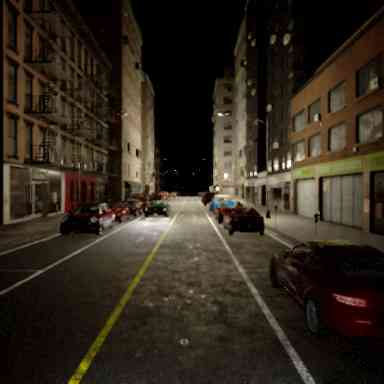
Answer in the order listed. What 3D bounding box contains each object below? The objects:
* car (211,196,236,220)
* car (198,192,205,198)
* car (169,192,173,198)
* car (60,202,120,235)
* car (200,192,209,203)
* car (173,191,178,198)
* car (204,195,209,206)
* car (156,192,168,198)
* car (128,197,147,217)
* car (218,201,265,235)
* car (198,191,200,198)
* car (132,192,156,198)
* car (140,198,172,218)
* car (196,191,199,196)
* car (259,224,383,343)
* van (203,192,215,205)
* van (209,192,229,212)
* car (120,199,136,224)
[{"bbox_3d":[2.634,1.273,23.262,1.967,1.590,4.097,0,0,0],"label":"car"},{"bbox_3d":[2.618,0.842,95.503,1.887,1.381,4.507,0,0,0],"label":"car"},{"bbox_3d":[-5.413,0.854,63.012,2.192,1.841,5.009,0,0,0],"label":"car"},{"bbox_3d":[-5.396,1.313,17.587,1.967,1.590,4.097,0,0,0],"label":"car"},{"bbox_3d":[2.629,0.982,45.976,2.192,1.841,5.009,0,0,0],"label":"car"},{"bbox_3d":[-5.434,0.864,89.850,1.752,1.417,4.829,0,0,0],"label":"car"},{"bbox_3d":[2.631,1.301,34.621,2.008,1.369,4.403,0,0,0],"label":"car"},{"bbox_3d":[-5.409,0.939,51.656,2.192,1.841,5.009,0,0,0],"label":"car"},{"bbox_3d":[-5.401,1.357,28.944,1.947,1.339,4.313,0,0,0],"label":"car"},{"bbox_3d":[2.635,1.418,17.585,1.887,1.381,4.507,0,0,0],"label":"car"},{"bbox_3d":[2.627,0.897,57.334,2.192,1.841,5.009,0,0,0],"label":"car"},{"bbox_3d":[-5.402,1.065,34.621,2.192,1.841,5.009,0,0,0],"label":"car"},{"bbox_3d":[-2.785,1.400,27.793,1.895,1.301,4.718,0,0,1],"label":"car"},{"bbox_3d":[2.619,0.888,90.022,2.008,1.369,4.403,0,0,0],"label":"car"},{"bbox_3d":[2.637,1.537,6.227,1.802,1.307,4.206,0,0,0],"label":"car"},{"bbox_3d":[2.628,0.966,51.655,1.690,1.788,3.998,0,0,0],"label":"van"},{"bbox_3d":[2.633,1.132,28.940,1.690,1.788,3.998,0,0,0],"label":"van"},{"bbox_3d":[-5.398,1.414,23.266,1.802,1.307,4.206,0,0,0],"label":"car"}]
